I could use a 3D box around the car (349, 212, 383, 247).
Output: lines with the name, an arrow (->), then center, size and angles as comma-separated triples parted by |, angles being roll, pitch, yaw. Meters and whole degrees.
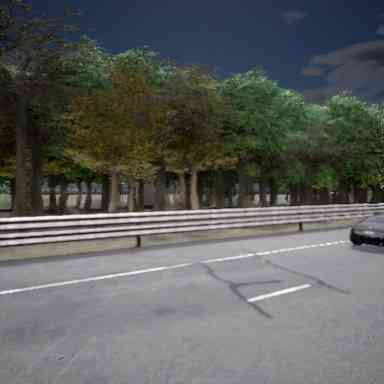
car -> 8.389, 1.519, 13.692 | 4.181, 1.385, 1.994 | 0, 0, -33
